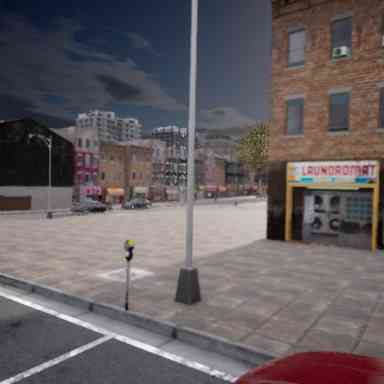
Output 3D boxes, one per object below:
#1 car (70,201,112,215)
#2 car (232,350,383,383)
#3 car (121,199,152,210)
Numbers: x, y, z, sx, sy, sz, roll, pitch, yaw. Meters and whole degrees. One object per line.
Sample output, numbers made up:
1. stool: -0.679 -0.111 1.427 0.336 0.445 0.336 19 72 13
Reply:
1. car: -11.056 1.733 36.981 2.128 1.511 4.902 2 1 35
2. car: 2.092 1.547 1.293 4.507 1.381 1.887 0 2 36
3. car: -7.756 1.702 46.695 1.837 1.490 4.892 2 1 36
